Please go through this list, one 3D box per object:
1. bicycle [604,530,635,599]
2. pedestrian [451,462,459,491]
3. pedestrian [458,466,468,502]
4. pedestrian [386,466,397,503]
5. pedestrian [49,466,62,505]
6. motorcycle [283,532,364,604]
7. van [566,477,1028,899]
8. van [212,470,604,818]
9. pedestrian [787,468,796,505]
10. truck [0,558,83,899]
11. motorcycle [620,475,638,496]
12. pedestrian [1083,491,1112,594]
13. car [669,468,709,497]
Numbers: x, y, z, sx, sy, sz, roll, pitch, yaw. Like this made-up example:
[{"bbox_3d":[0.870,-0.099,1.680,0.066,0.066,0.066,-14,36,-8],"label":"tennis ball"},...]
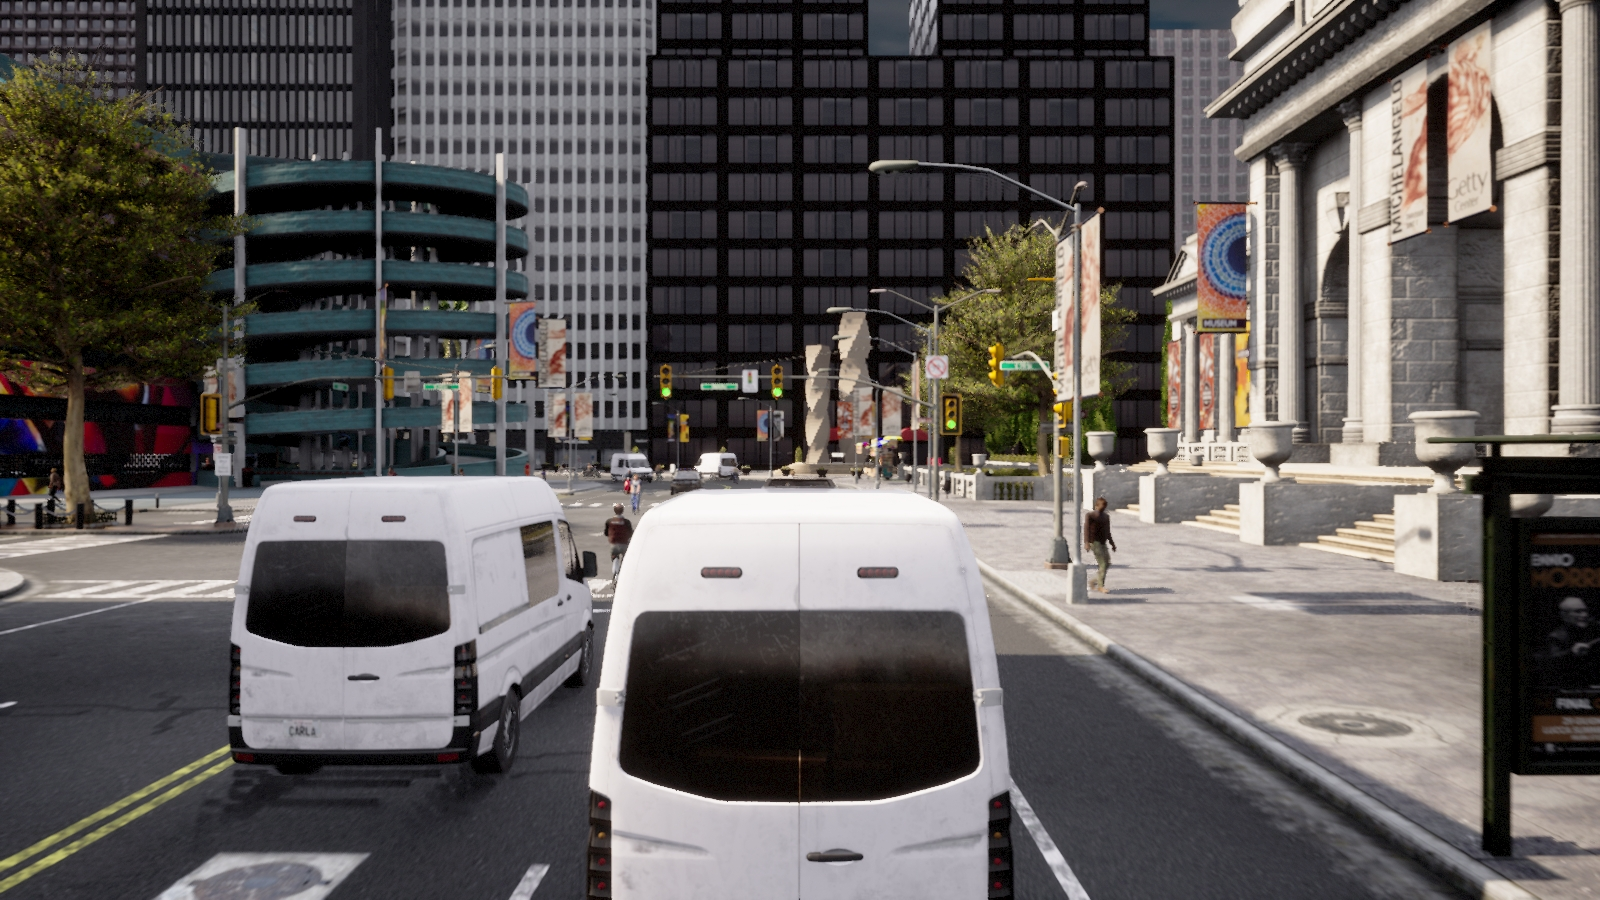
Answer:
[{"bbox_3d":[-3.523,2.220,22.381,0.329,1.171,1.835,0,0,0],"label":"bicycle"},{"bbox_3d":[-22.358,1.727,74.024,0.375,1.860,0.375,0,0,4],"label":"pedestrian"},{"bbox_3d":[-17.150,1.723,58.133,0.375,1.860,0.375,0,0,6],"label":"pedestrian"},{"bbox_3d":[-20.684,1.721,57.824,0.375,1.860,0.375,0,0,20],"label":"pedestrian"},{"bbox_3d":[-35.819,1.721,54.996,0.375,1.860,0.375,0,0,9],"label":"pedestrian"},{"bbox_3d":[-9.119,2.222,21.817,0.803,1.145,2.033,-3,2,-40],"label":"motorcycle"},{"bbox_3d":[-0.013,1.539,7.874,1.988,2.561,5.915,0,0,0],"label":"van"},{"bbox_3d":[-3.514,1.540,11.713,1.988,2.561,5.915,0,0,0],"label":"van"},{"bbox_3d":[-0.433,1.873,58.702,0.375,1.860,0.375,0,0,-18],"label":"pedestrian"},{"bbox_3d":[-3.501,1.573,0.883,2.627,2.467,5.204,0,0,0],"label":"truck"},{"bbox_3d":[-10.549,2.212,70.675,0.856,1.236,1.805,0,0,0],"label":"motorcycle"},{"bbox_3d":[5.516,1.705,21.187,0.375,1.860,0.375,0,0,-27],"label":"pedestrian"},{"bbox_3d":[-6.965,2.012,72.126,2.097,1.638,5.238,0,0,-1],"label":"car"}]
